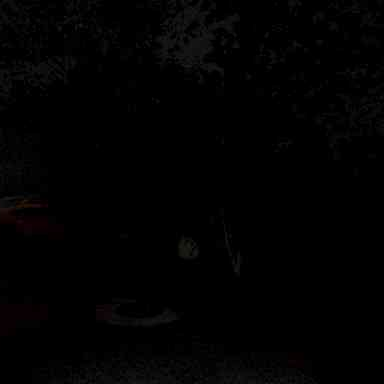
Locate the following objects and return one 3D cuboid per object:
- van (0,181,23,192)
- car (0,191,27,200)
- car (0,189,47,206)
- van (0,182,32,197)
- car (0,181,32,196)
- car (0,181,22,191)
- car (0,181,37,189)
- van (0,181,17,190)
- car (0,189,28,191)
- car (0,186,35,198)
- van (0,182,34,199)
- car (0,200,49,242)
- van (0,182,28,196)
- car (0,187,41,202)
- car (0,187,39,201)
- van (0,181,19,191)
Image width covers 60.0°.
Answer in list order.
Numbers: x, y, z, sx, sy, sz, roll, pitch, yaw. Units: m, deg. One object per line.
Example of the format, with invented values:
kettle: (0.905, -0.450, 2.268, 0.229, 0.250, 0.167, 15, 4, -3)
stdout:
van: (-34.708, -0.996, 63.124, 4.442, 1.987, 1.878, 1, 1, -30)
car: (-8.288, 1.060, 17.658, 4.553, 1.767, 2.185, 1, 2, -30)
car: (-16.648, 0.521, 31.869, 4.792, 1.488, 2.163, 1, 2, -30)
van: (-24.879, -0.346, 46.276, 4.442, 1.987, 1.878, 1, 1, -30)
car: (-27.793, -0.558, 50.985, 5.566, 2.045, 2.435, 1, 1, -30)
car: (-39.017, -1.301, 70.225, 5.566, 2.045, 2.435, 1, 1, -30)
car: (-15.195, 0.358, 29.499, 5.566, 2.045, 2.435, 1, 2, -30)
van: (-43.284, -1.554, 77.362, 4.442, 1.987, 1.878, 1, 1, -30)
car: (-12.600, 0.835, 24.617, 5.366, 1.575, 1.946, 1, 2, -30)
car: (-23.587, -0.030, 43.833, 5.008, 1.535, 2.097, 1, 1, -30)
van: (-22.275, -0.162, 41.366, 4.442, 1.987, 1.878, 1, 2, -31)
car: (-6.929, 1.301, 15.251, 5.008, 1.535, 2.097, 1, 2, -30)
van: (-26.475, -0.442, 48.550, 4.442, 1.987, 1.878, 1, 1, -30)
car: (-19.450, 0.293, 36.787, 4.792, 1.488, 2.163, 1, 2, -30)
car: (-20.779, 0.193, 39.065, 4.792, 1.488, 2.163, 1, 1, -30)
van: (-40.288, -1.365, 72.690, 4.442, 1.987, 1.878, 1, 1, -30)
